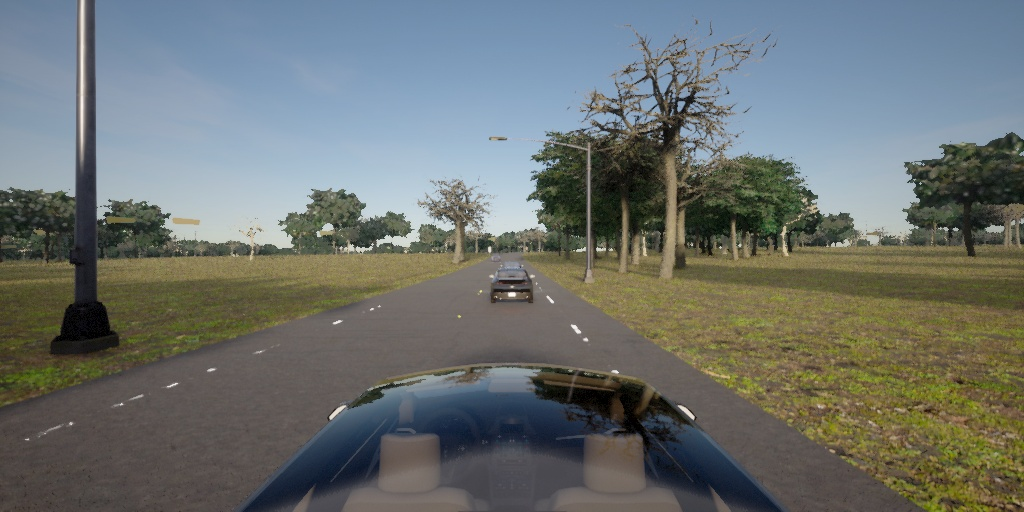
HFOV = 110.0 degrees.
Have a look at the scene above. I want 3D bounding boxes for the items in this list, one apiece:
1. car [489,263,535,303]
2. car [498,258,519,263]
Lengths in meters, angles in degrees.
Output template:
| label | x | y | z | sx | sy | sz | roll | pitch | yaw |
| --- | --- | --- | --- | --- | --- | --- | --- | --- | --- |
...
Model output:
| label | x | y | z | sx | sy | sz | roll | pitch | yaw |
| --- | --- | --- | --- | --- | --- | --- | --- | --- | --- |
| car | 0.000 | 1.268 | 16.501 | 1.837 | 1.490 | 4.892 | 0 | 0 | 0 |
| car | 0.000 | 1.200 | 31.499 | 1.882 | 1.535 | 5.008 | 0 | 0 | 0 |
